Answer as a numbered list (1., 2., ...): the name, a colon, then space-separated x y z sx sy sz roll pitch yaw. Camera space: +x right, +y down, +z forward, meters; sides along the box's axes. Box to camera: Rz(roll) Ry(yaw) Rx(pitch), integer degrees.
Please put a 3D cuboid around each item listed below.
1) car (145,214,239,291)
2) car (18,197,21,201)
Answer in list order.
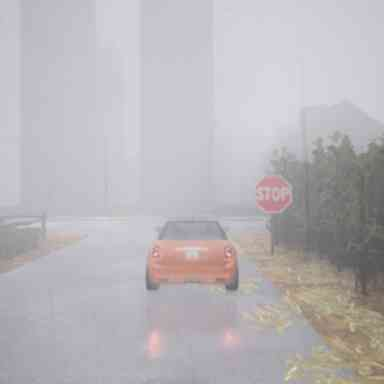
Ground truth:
1. car: 0.007 1.376 9.273 2.097 1.767 4.553 0 0 0
2. car: -37.733 1.475 76.522 3.866 1.878 1.905 0 0 -1
